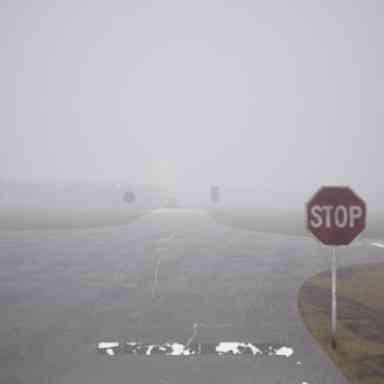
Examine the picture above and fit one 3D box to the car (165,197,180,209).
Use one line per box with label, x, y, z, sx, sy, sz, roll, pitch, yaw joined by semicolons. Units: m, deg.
car;-2.867;1.536;49.129;2.097;1.767;4.553;0;-1;0
